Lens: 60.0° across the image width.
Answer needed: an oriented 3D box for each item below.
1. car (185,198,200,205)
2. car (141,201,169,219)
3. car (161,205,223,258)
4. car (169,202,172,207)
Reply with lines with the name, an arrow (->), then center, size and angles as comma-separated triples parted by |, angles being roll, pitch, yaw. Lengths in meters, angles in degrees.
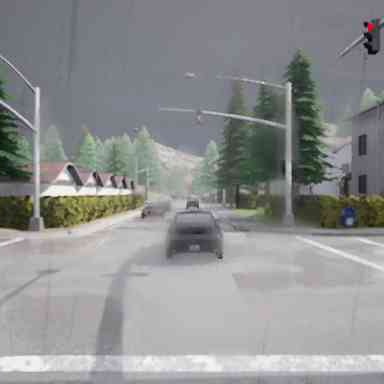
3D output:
car -> 0.104, 1.710, 49.960 | 1.837, 1.490, 4.892 | 0, 0, 0
car -> -3.497, 1.691, 30.833 | 1.994, 1.385, 4.181 | 0, 0, 0
car -> 0.078, 1.429, 12.317 | 1.837, 1.490, 4.892 | -1, 0, 0
car -> -3.496, 1.769, 40.828 | 1.895, 1.301, 4.718 | 0, 0, 0
